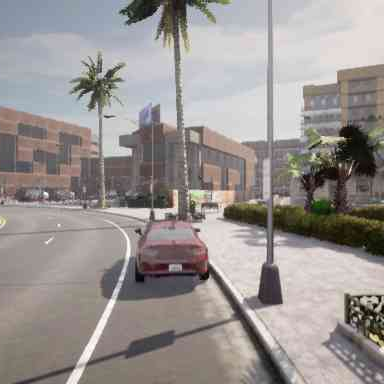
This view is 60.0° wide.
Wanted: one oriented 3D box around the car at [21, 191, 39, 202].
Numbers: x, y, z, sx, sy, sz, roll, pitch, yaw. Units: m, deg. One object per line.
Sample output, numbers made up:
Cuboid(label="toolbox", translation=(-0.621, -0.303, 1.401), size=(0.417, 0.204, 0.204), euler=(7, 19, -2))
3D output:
Cuboid(label="car", translation=(-33.931, 1.216, 68.960), size=(4.553, 1.767, 2.185), euler=(0, 0, 24))

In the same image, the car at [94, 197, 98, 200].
Cuboid(label="car", translation=(-26.644, 1.544, 85.529), size=(4.718, 1.301, 1.895), euler=(0, 0, 24))

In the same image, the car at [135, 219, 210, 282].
Cuboid(label="car", translation=(-0.665, 1.515, 9.662), size=(1.812, 1.442, 4.674), euler=(0, 0, -7))
